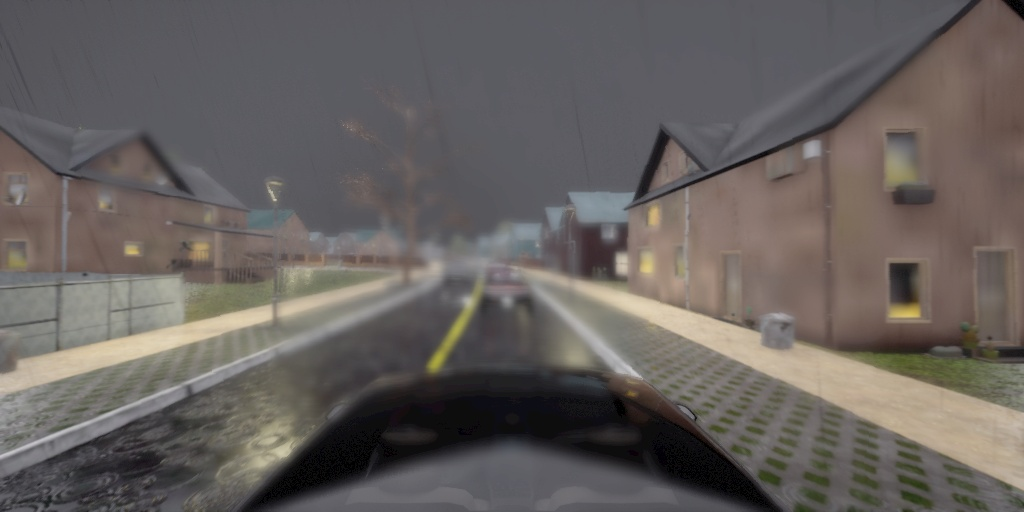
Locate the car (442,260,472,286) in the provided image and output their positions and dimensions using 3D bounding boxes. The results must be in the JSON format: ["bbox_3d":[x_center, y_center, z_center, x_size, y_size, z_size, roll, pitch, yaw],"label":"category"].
[{"bbox_3d":[-3.719,1.266,25.319,1.837,1.490,4.892,0,0,-4],"label":"car"}]

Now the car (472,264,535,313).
[{"bbox_3d":[-0.206,1.246,13.897,2.128,1.511,4.902,0,0,-2],"label":"car"}]
